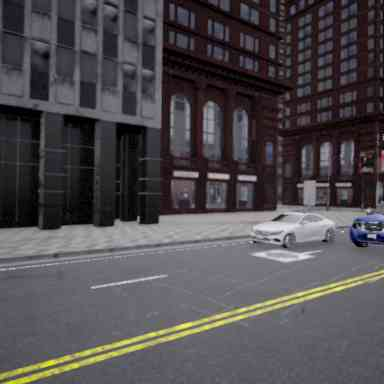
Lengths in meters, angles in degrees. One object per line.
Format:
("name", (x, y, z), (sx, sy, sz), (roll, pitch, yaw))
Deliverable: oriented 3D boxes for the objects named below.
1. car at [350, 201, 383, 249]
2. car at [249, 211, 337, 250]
("car", (9.016, 1.342, 14.117), (5.566, 2.045, 2.150), (1, -1, -36))
("car", (4.684, 1.619, 15.018), (4.674, 1.442, 1.812), (1, 0, -36))
